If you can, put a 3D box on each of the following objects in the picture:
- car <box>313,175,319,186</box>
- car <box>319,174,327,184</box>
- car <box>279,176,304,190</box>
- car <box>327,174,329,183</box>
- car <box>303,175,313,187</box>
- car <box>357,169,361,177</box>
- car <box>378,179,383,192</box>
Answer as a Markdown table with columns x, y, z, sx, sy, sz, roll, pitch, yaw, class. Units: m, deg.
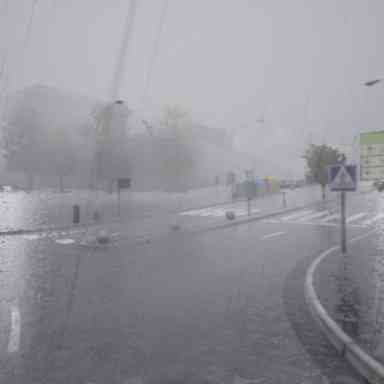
| x | y | z | sx | sy | sz | roll | pitch | yaw | class |
| --- | --- | --- | --- | --- | --- | --- | --- | --- | --- |
| 16.390 | -1.467 | 50.505 | 4.674 | 1.452 | 2.002 | -3 | 2 | 21 | car |
| 18.289 | -1.745 | 52.746 | 5.008 | 1.535 | 2.097 | -3 | 3 | 20 | car |
| 12.500 | -0.994 | 46.061 | 4.792 | 1.488 | 2.163 | -3 | 3 | 22 | car |
| 20.123 | -2.105 | 55.024 | 4.553 | 1.767 | 2.185 | -3 | 2 | 20 | car |
| 14.474 | -1.267 | 48.260 | 4.892 | 1.521 | 2.231 | -3 | 3 | 22 | car |
| 41.557 | -4.609 | 83.302 | 5.008 | 1.535 | 2.097 | -3 | 2 | 17 | car |
| 20.585 | -0.881 | 34.262 | 1.812 | 1.442 | 4.674 | -1 | 4 | 42 | car |
